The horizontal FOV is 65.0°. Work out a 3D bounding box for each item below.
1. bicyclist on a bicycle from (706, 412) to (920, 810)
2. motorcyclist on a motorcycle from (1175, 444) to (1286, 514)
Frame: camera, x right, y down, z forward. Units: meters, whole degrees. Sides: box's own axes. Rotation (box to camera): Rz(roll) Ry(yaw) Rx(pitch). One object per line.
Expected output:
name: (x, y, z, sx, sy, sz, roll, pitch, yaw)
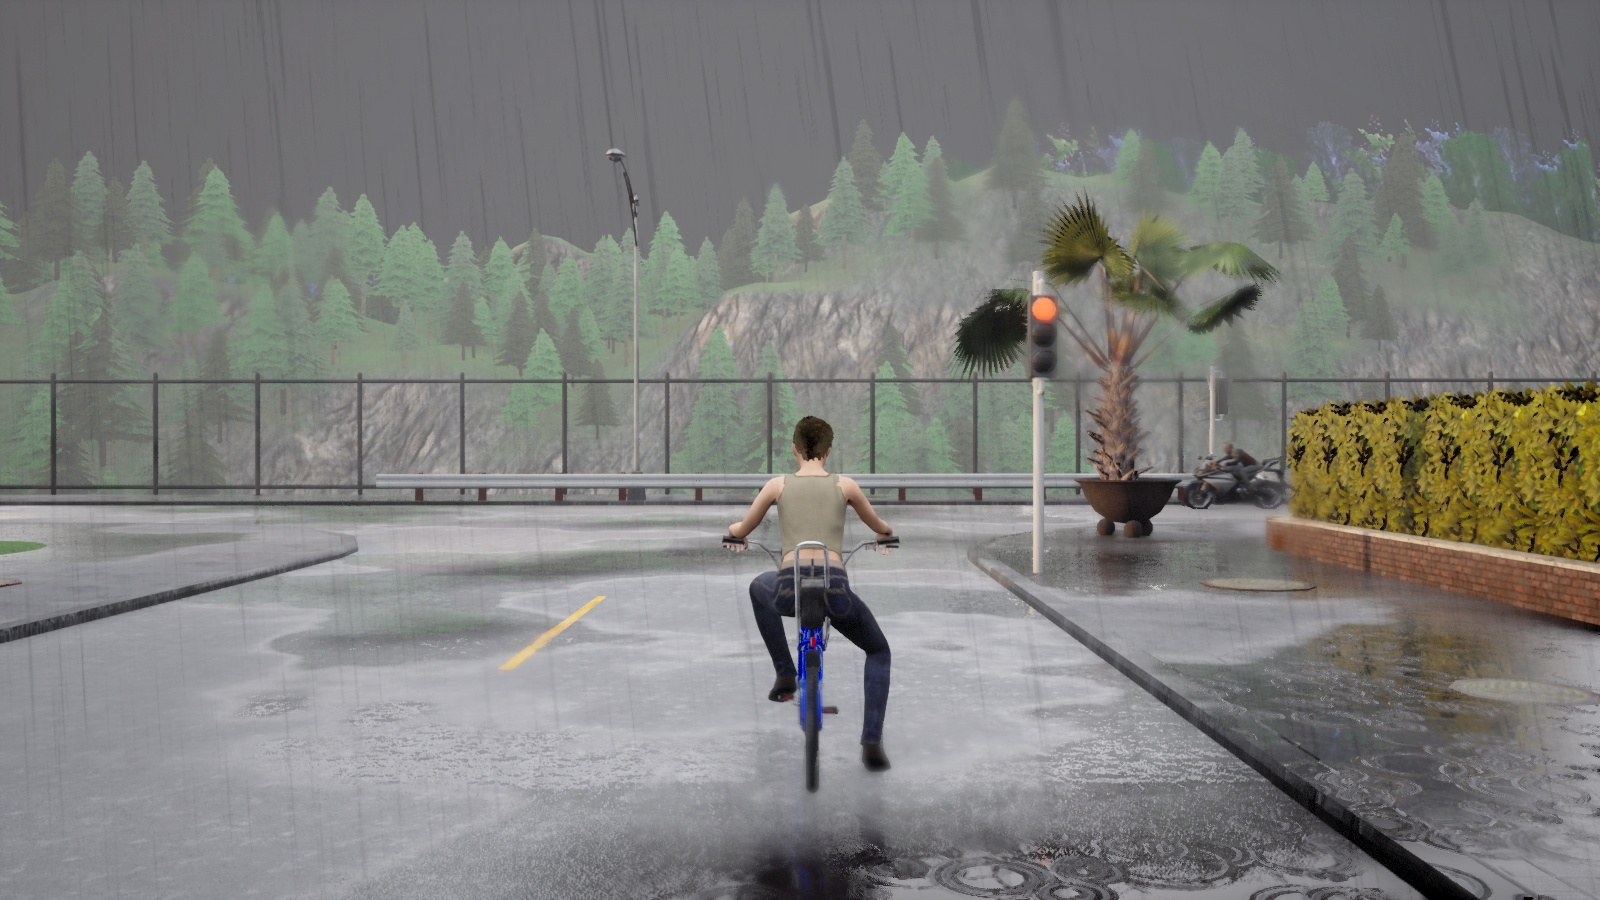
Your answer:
bicyclist on a bicycle: (0.052, 0.650, 5.849, 0.866, 1.612, 1.509, 0, 0, 0)
motorcyclist on a motorcycle: (9.584, 0.631, 28.022, 2.191, 1.530, 0.866, 0, 0, 0)
